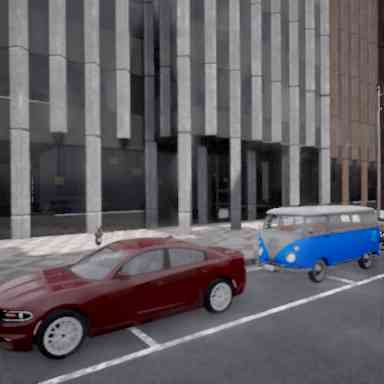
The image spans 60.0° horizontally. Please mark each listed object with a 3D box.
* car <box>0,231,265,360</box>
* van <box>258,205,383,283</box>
[{"bbox_3d":[-1.011,1.528,5.939,4.507,1.381,1.887,0,0,-36],"label":"car"},{"bbox_3d":[3.565,1.285,9.228,3.998,1.788,1.690,0,0,-36],"label":"van"}]
